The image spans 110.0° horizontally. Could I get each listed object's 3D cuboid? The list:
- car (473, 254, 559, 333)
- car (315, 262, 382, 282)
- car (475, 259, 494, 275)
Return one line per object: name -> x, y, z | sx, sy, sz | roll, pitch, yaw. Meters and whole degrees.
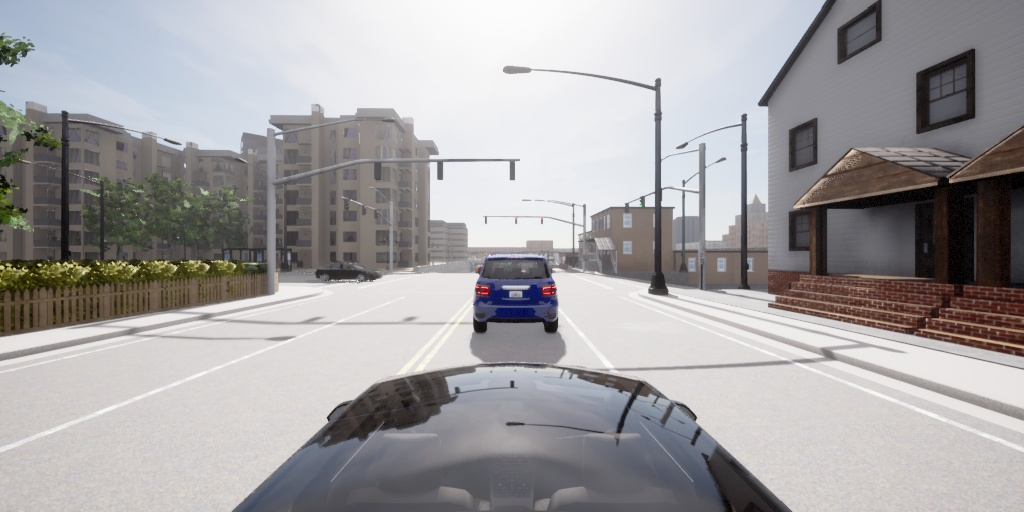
car -> 0.103, 0.971, 10.918 | 2.150, 2.045, 5.566 | 0, 0, 0
car -> -12.674, 1.255, 27.917 | 4.892, 1.490, 1.837 | 0, 0, 3
car -> -3.549, 1.506, 46.939 | 2.097, 1.767, 4.553 | 1, -5, 0
